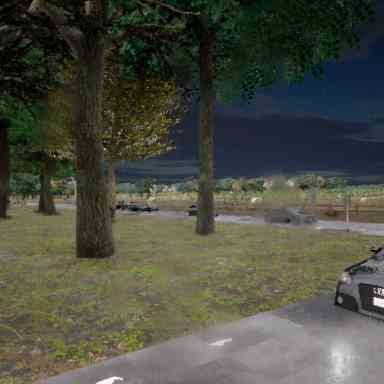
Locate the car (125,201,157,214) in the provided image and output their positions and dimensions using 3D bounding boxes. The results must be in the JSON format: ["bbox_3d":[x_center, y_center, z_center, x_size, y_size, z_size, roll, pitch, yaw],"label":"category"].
[{"bbox_3d":[-7.505,2.428,48.500,1.895,1.301,4.718,-1,0,-35],"label":"car"}]

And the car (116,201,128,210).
[{"bbox_3d":[-12.490,2.348,60.472,2.097,1.767,4.553,-1,0,-35],"label":"car"}]

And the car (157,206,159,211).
[{"bbox_3d":[-6.973,2.396,52.730,1.994,1.385,4.181,-1,0,-34],"label":"car"}]

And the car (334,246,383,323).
[{"bbox_3d":[4.606,1.564,6.372,4.181,1.385,1.994,0,0,-36],"label":"car"}]

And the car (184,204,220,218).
[{"bbox_3d":[1.025,2.071,36.316,1.837,1.490,4.892,-1,-1,-35],"label":"car"}]

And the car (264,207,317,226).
[{"bbox_3d":[7.801,1.914,26.687,1.994,1.385,4.181,-1,0,-35],"label":"car"}]
